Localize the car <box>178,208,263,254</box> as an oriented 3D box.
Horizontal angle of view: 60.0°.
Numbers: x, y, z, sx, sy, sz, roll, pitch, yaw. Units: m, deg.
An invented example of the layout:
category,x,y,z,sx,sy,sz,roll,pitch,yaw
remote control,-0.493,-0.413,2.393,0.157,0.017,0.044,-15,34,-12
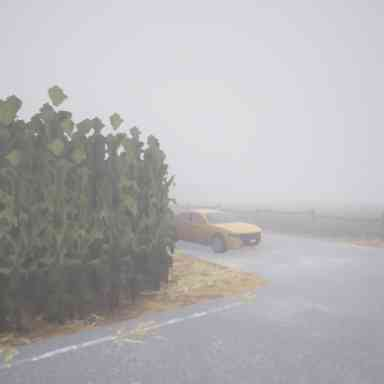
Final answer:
category,x,y,z,sx,sy,sz,roll,pitch,yaw
car,0.703,1.484,13.975,1.882,1.535,5.008,0,0,-37
